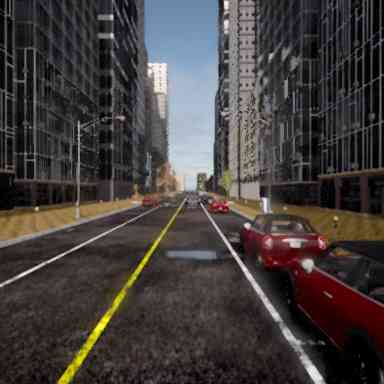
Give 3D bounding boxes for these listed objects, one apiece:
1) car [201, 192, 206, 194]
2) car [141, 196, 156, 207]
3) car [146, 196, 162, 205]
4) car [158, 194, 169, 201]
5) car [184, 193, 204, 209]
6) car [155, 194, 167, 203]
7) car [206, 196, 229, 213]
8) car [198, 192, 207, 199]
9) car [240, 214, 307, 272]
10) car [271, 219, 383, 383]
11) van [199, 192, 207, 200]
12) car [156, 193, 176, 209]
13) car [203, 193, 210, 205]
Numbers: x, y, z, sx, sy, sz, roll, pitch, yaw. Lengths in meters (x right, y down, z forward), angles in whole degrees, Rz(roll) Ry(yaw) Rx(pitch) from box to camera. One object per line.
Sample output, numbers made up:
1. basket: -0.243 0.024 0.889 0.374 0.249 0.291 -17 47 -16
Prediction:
1. car: 2.659 1.202 61.828 1.947 1.339 4.313 0 0 0
2. car: -5.713 1.291 44.753 1.887 1.381 4.507 0 0 0
3. car: -5.716 1.292 50.447 1.802 1.307 4.206 0 0 0
4. car: -5.725 1.164 67.524 1.947 1.339 4.313 0 0 0
5. car: 0.078 1.264 40.798 2.128 1.511 4.902 0 0 0
6. car: -5.722 1.181 61.831 1.887 1.381 4.507 0 0 0
7. car: 2.674 1.361 33.367 1.887 1.381 4.507 0 0 0
8. car: 2.648 0.919 84.596 1.967 1.590 4.097 0 0 0
9. car: 2.685 1.384 10.596 1.967 1.590 4.097 0 0 0
10. car: 2.689 1.414 4.904 1.967 1.590 4.097 0 0 0
11. van: 2.651 0.861 78.904 1.690 1.788 3.998 0 0 0
12. car: -3.023 1.274 41.847 1.837 1.490 4.892 0 0 0
13. car: 2.665 1.276 50.444 1.947 1.339 4.313 0 0 0
